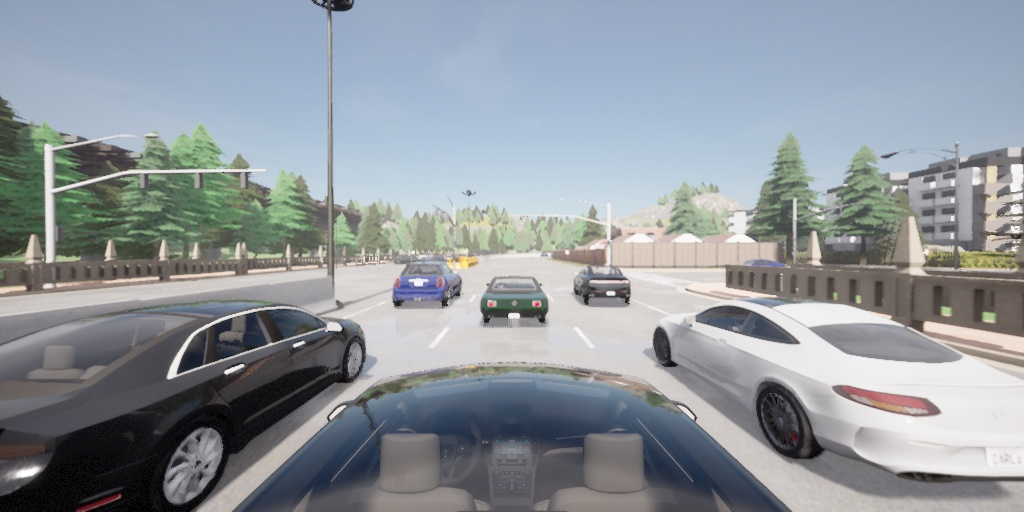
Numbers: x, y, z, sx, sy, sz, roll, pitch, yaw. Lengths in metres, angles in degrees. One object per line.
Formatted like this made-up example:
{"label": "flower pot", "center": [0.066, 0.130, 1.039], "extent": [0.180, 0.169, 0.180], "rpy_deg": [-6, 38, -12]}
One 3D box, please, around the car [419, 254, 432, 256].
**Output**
{"label": "car", "center": [-14.023, 0.832, 54.770], "extent": [1.895, 1.301, 4.718], "rpy_deg": [0, 1, 0]}

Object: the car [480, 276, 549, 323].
{"label": "car", "center": [0.073, 1.299, 11.895], "extent": [1.895, 1.301, 4.718], "rpy_deg": [0, 1, 0]}

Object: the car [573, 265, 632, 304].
{"label": "car", "center": [3.829, 1.151, 15.763], "extent": [2.128, 1.511, 4.902], "rpy_deg": [0, 1, 3]}

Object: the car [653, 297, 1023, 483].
{"label": "car", "center": [3.594, 1.285, 4.912], "extent": [1.812, 1.442, 4.674], "rpy_deg": [0, 0, 0]}

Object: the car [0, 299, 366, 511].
{"label": "car", "center": [-3.406, 1.268, 4.227], "extent": [1.837, 1.490, 4.892], "rpy_deg": [0, 0, 0]}

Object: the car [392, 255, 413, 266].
{"label": "car", "center": [-17.629, 0.698, 57.987], "extent": [1.837, 1.490, 4.892], "rpy_deg": [0, 1, 0]}

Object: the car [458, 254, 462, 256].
{"label": "car", "center": [-10.608, 0.688, 63.033], "extent": [2.033, 1.411, 5.357], "rpy_deg": [0, 1, 1]}

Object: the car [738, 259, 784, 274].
{"label": "car", "center": [21.855, 1.005, 32.163], "extent": [4.674, 1.442, 1.812], "rpy_deg": [0, 1, 2]}

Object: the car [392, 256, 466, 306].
{"label": "car", "center": [-3.424, 1.015, 15.278], "extent": [2.097, 1.767, 4.553], "rpy_deg": [0, 1, 0]}
